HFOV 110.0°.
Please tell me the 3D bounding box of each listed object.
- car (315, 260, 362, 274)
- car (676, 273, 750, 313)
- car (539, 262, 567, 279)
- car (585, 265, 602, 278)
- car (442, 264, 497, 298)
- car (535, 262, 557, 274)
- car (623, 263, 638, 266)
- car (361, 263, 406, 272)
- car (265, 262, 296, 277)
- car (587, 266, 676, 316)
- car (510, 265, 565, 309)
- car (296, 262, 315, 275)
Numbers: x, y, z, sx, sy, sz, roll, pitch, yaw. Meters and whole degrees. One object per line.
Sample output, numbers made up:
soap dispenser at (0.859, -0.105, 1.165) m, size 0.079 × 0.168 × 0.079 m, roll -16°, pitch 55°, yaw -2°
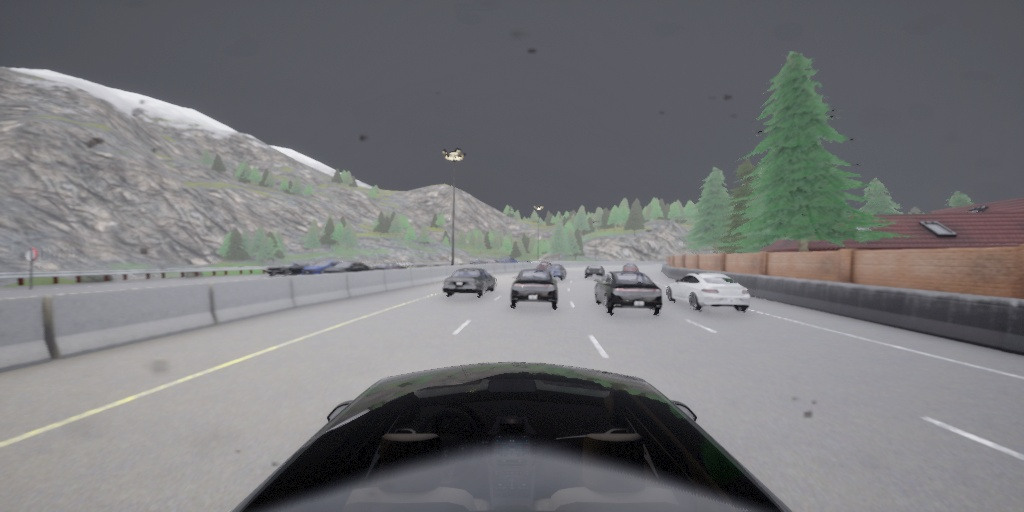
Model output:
car at (-14.386, 1.192, 31.481) m, size 1.882 × 1.535 × 5.008 m, roll 0°, pitch 0°, yaw 11°
car at (8.006, 1.416, 14.951) m, size 1.812 × 1.442 × 4.674 m, roll 1°, pitch 0°, yaw 6°
car at (3.998, 1.469, 33.218) m, size 2.033 × 1.411 × 5.357 m, roll 1°, pitch 0°, yaw 13°
car at (8.794, 1.593, 37.869) m, size 1.895 × 1.301 × 4.718 m, roll 1°, pitch 0°, yaw 15°
car at (-2.109, 1.345, 19.142) m, size 2.033 × 1.411 × 5.357 m, roll 1°, pitch 0°, yaw 8°
car at (4.633, 1.514, 48.038) m, size 1.812 × 1.442 × 4.674 m, roll 0°, pitch 0°, yaw 20°
car at (15.767, 1.672, 47.789) m, size 1.994 × 1.385 × 4.181 m, roll 0°, pitch 0°, yaw 20°
car at (-10.832, 1.317, 31.413) m, size 1.994 × 1.385 × 4.181 m, roll 1°, pitch 0°, yaw 12°
car at (-20.952, 1.256, 34.429) m, size 1.895 × 1.301 × 4.718 m, roll 1°, pitch 0°, yaw 12°
car at (4.390, 1.340, 14.080) m, size 2.128 × 1.511 × 4.902 m, roll 1°, pitch 0°, yaw 6°
car at (1.031, 1.309, 15.528) m, size 2.128 × 1.511 × 4.902 m, roll 1°, pitch 0°, yaw 6°
car at (-17.455, 1.169, 33.965) m, size 1.882 × 1.535 × 5.008 m, roll 0°, pitch 0°, yaw 12°
